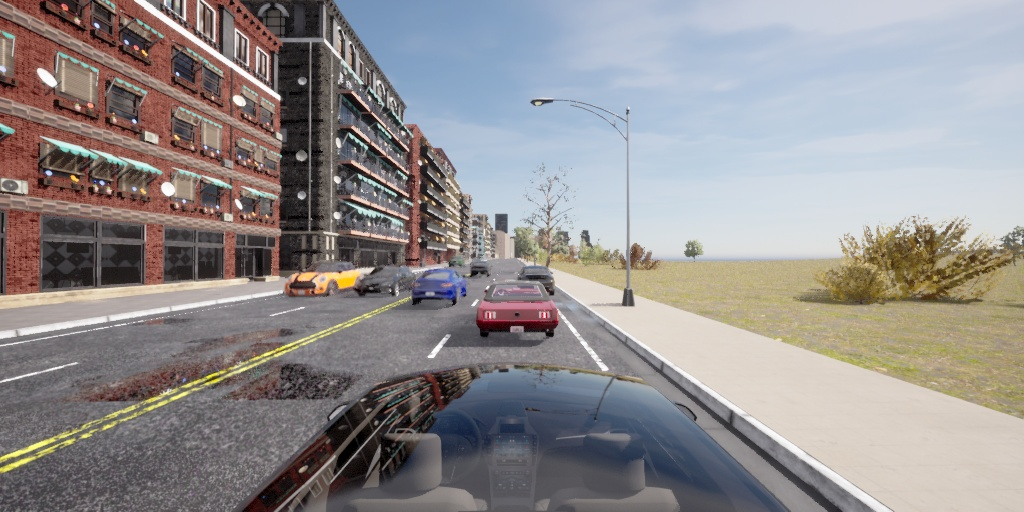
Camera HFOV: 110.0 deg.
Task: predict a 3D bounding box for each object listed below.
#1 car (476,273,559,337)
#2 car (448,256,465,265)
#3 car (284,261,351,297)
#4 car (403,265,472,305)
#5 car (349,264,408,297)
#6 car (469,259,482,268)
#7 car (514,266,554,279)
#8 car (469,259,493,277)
[{"bbox_3d":[0.133,1.352,10.235,1.895,1.301,4.718,0,0,0],"label":"car"},{"bbox_3d":[-9.563,0.973,62.213,2.150,2.045,5.566,0,0,1],"label":"car"},{"bbox_3d":[-9.780,1.104,18.931,2.097,1.767,4.553,0,0,0],"label":"car"},{"bbox_3d":[-3.093,1.278,15.882,1.812,1.442,4.674,0,0,0],"label":"car"},{"bbox_3d":[-6.530,1.257,19.074,1.837,1.490,4.892,0,0,0],"label":"car"},{"bbox_3d":[-6.314,1.256,62.480,1.837,1.490,4.892,0,0,1],"label":"car"},{"bbox_3d":[1.210,1.257,19.435,1.837,1.490,4.892,0,0,0],"label":"car"},{"bbox_3d":[-3.010,1.258,35.491,1.837,1.490,4.892,0,1,0],"label":"car"}]
